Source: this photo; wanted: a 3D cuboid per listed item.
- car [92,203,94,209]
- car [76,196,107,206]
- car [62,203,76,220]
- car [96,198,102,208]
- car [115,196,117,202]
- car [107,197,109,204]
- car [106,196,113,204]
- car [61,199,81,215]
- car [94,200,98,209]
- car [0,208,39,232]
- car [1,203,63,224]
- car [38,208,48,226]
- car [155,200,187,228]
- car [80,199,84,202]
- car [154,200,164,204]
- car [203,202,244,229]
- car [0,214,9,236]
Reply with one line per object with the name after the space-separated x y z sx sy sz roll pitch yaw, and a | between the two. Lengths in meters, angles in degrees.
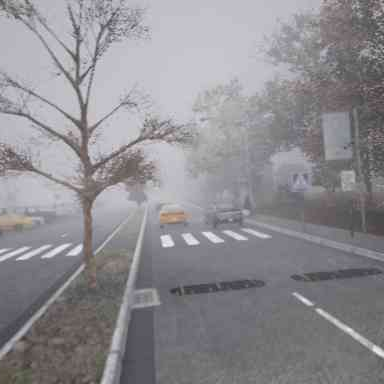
-19.278 2.704 54.813 4.674 1.452 2.002 -5 1 -27 | car
-20.779 2.325 66.738 5.566 2.045 2.435 -5 1 -27 | car
-17.241 2.690 40.000 5.366 1.575 1.946 -5 0 -27 | car
-20.379 2.625 63.763 4.792 1.488 2.163 -5 1 -27 | car
-23.787 2.494 90.541 4.892 1.521 2.231 -5 0 -27 | car
-21.694 2.553 72.589 5.366 1.575 1.946 -5 1 -27 | car
-22.323 2.266 78.607 5.566 2.045 2.435 -5 1 -27 | car
-17.821 2.459 42.878 5.566 2.045 2.435 -5 1 -27 | car
-19.647 2.643 57.791 5.008 1.535 2.097 -5 1 -27 | car
-16.070 2.665 27.905 5.366 1.575 1.946 -5 1 -27 | car
-16.652 2.440 33.973 5.566 2.045 2.435 -5 0 -27 | car
-16.284 2.714 30.975 4.674 1.452 2.002 -5 0 -27 | car
-1.479 1.653 24.277 1.882 1.535 5.008 -4 0 -7 | car
-18.942 2.558 51.820 4.553 1.767 2.185 -5 1 -27 | car
-3.741 1.749 42.430 1.882 1.535 5.008 -4 1 -7 | car
1.922 1.433 21.646 2.128 1.511 4.902 -4 0 -7 | car
-15.137 2.634 22.052 4.792 1.488 2.163 -5 0 -27 | car
